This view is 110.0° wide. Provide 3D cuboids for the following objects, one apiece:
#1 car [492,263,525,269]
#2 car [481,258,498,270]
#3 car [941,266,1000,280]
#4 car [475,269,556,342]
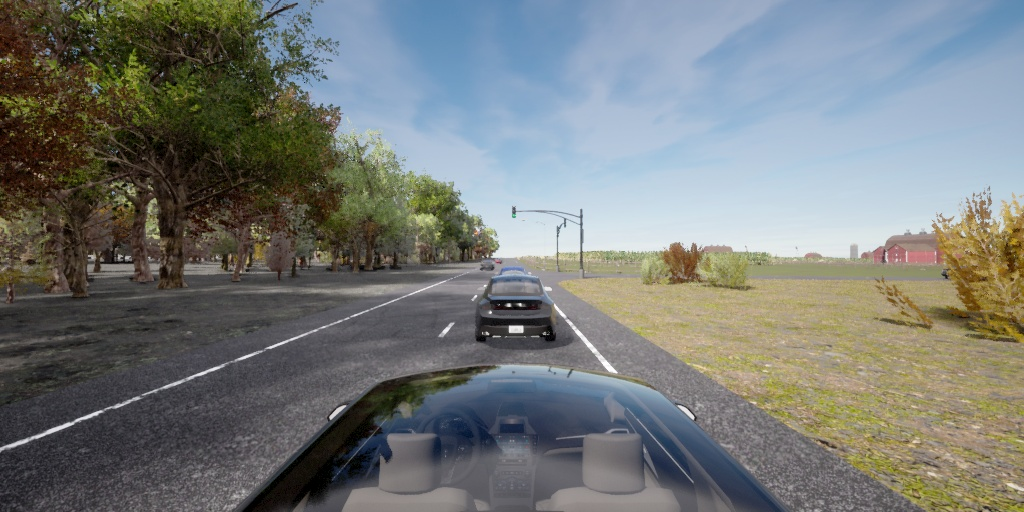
[{"bbox_3d":[0.069,1.280,19.164,1.812,1.442,4.674,0,0,0],"label":"car"},{"bbox_3d":[-3.538,1.248,52.832,2.128,1.511,4.902,0,0,0],"label":"car"},{"bbox_3d":[48.419,1.768,37.793,4.902,1.511,2.128,1,-1,0],"label":"car"},{"bbox_3d":[0.078,1.257,9.775,1.837,1.490,4.892,0,0,0],"label":"car"}]
